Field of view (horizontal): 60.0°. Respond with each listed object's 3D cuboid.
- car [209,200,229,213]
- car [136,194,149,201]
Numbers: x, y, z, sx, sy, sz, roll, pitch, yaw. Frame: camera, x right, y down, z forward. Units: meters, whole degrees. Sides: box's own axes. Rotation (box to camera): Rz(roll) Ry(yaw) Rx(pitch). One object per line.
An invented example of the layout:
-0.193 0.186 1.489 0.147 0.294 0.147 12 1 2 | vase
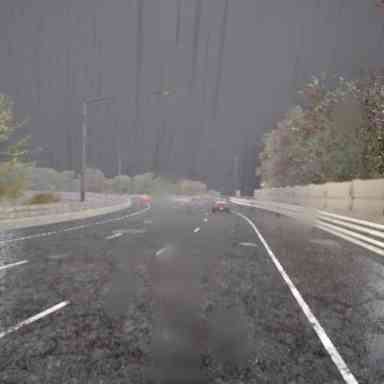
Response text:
3.128 1.591 38.088 1.812 1.442 4.674 1 0 -1 | car
-11.277 1.150 75.909 2.097 1.767 4.553 1 0 -21 | car
